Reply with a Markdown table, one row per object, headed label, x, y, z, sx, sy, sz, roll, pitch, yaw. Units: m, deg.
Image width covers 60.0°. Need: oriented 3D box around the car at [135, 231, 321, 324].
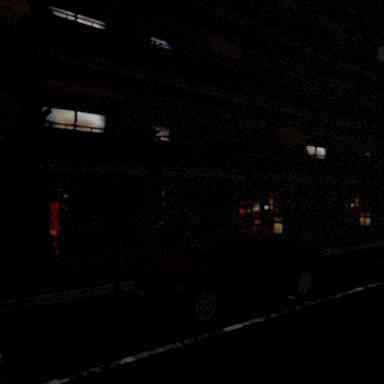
| label | x | y | z | sx | sy | sz | roll | pitch | yaw |
| --- | --- | --- | --- | --- | --- | --- | --- | --- | --- |
| car | 0.954 | 1.591 | 7.241 | 4.507 | 1.381 | 1.887 | 1 | 0 | -36 |
